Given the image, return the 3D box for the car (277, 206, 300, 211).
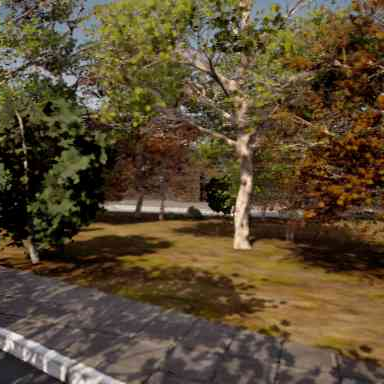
[{"bbox_3d":[23.463,3.659,82.307,5.566,2.045,2.435,3,0,-41],"label":"car"}]
